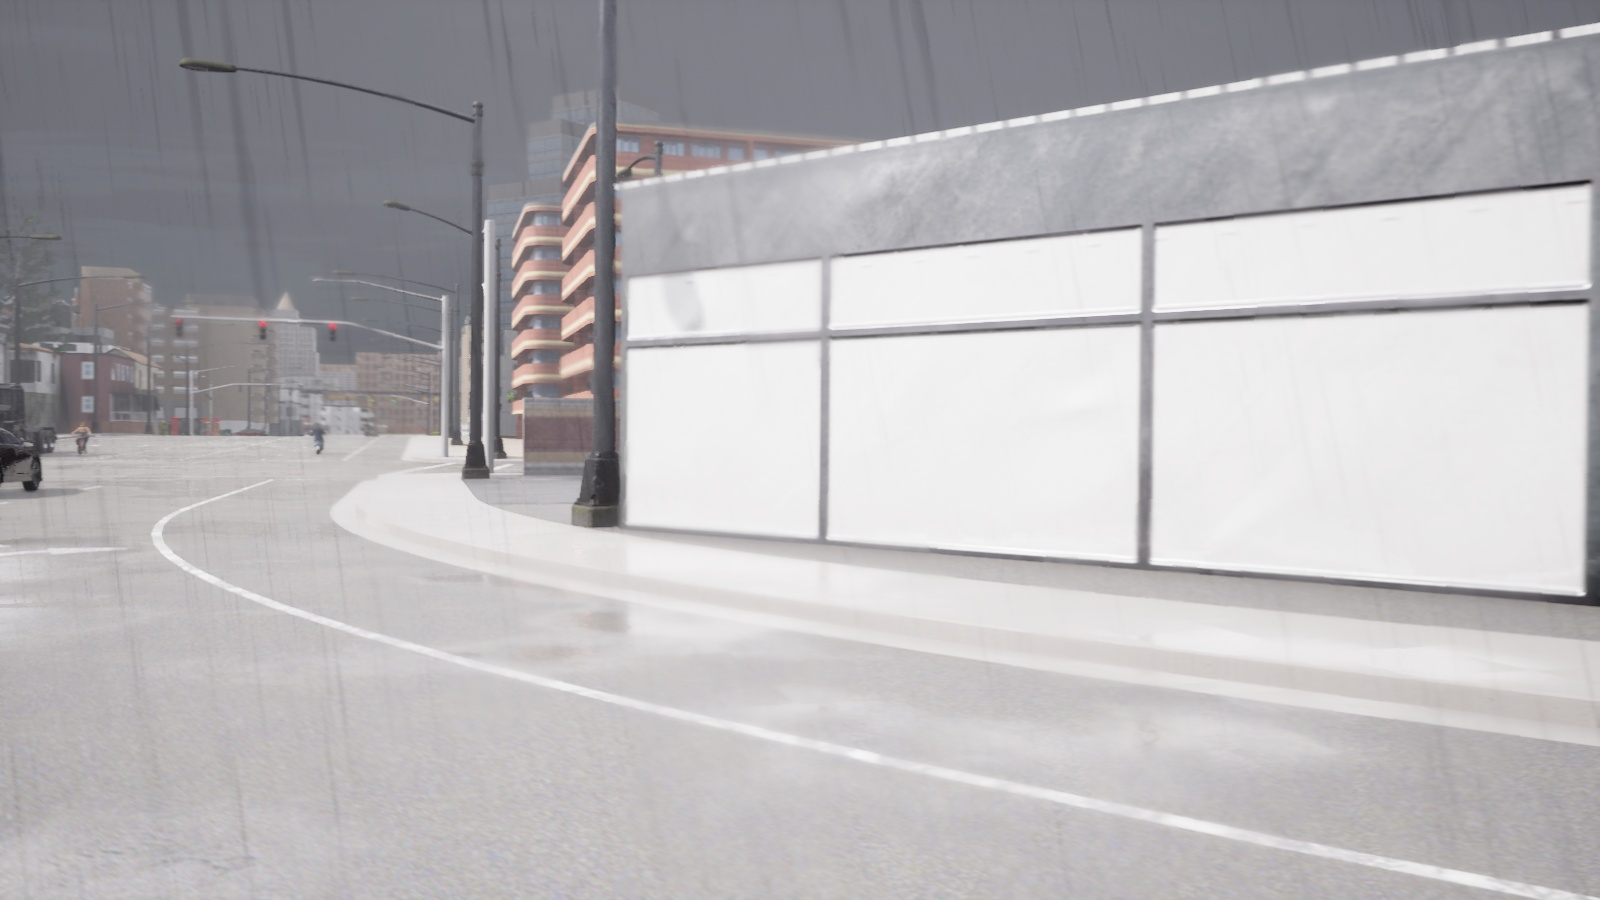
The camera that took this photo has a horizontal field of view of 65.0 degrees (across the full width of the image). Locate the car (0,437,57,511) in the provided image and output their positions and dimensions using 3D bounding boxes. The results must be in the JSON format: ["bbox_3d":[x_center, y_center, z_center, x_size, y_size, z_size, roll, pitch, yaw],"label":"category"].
[{"bbox_3d":[-17.963,0.494,27.157,2.128,1.511,4.902,-1,1,-17],"label":"car"}]

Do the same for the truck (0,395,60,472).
[{"bbox_3d":[-38.143,-0.828,60.064,2.891,3.462,7.936,-1,1,-17],"label":"truck"}]
